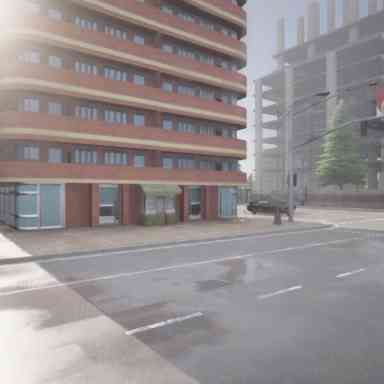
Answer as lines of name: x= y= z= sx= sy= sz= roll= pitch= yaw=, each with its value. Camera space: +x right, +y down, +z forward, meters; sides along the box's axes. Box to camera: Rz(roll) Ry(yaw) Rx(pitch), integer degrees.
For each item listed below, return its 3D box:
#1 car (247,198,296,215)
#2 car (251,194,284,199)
car: x=7.687 y=1.601 z=32.712 sx=1.895 sy=1.301 sz=4.718 roll=0 pitch=0 yaw=-36
car: x=8.845 y=1.222 z=37.055 sx=2.150 sy=2.045 sz=5.566 roll=0 pitch=0 yaw=-36
